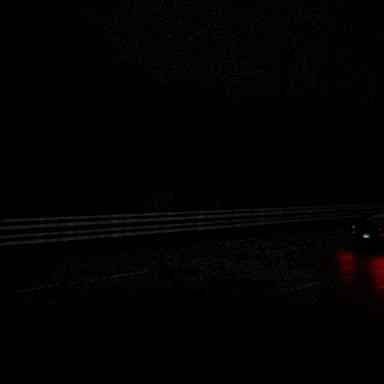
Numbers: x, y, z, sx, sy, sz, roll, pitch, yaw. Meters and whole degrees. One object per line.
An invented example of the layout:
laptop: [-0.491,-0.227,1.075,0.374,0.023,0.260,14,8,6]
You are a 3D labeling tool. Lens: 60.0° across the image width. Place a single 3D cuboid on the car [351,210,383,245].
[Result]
car: [8.591,1.512,14.212,4.674,1.442,1.812,0,0,-36]
